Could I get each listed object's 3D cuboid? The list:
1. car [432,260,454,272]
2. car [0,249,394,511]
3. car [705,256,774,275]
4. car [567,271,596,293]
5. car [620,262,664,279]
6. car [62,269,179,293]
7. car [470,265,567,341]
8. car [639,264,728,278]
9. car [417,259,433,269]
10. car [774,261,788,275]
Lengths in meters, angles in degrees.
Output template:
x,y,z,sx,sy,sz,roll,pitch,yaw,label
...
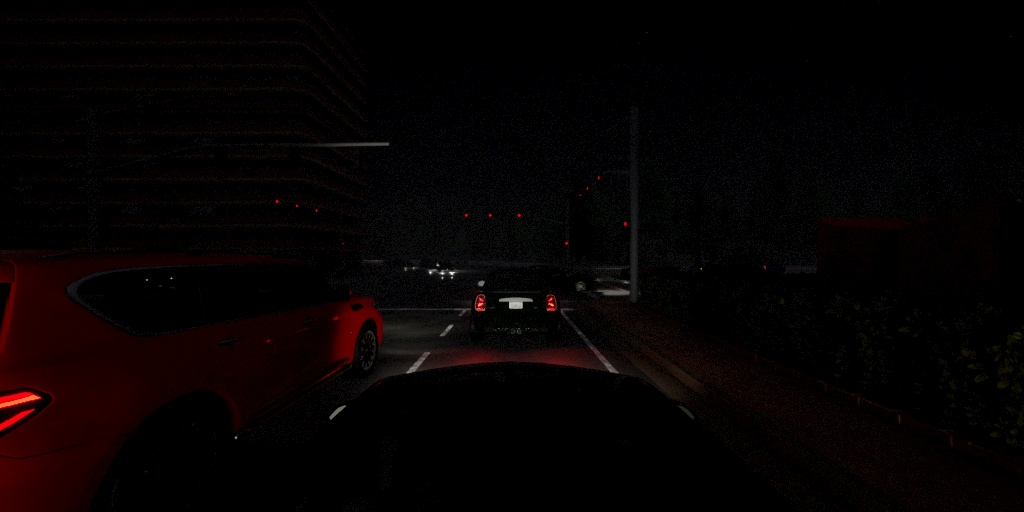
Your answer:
x,y,z,sx,sy,sz,roll,pitch,yaw,label
-8.954,1.297,47.603,2.033,1.411,5.357,0,0,-18,car
-3.434,0.971,4.156,2.150,2.045,5.566,0,0,1,car
16.389,1.027,27.529,5.566,2.045,2.150,0,0,0,car
2.281,1.286,20.450,4.892,1.490,1.837,0,0,0,car
11.964,1.283,31.066,5.008,1.535,1.882,0,0,0,car
-22.418,1.406,20.655,4.718,1.301,1.895,0,0,0,car
0.096,1.102,9.993,2.097,1.767,4.553,0,0,0,car
11.300,1.406,23.871,4.718,1.301,1.895,0,0,0,car
-13.211,1.241,56.609,2.128,1.511,4.902,0,0,-33,car
20.982,1.157,30.988,4.553,1.767,2.097,0,0,0,car
